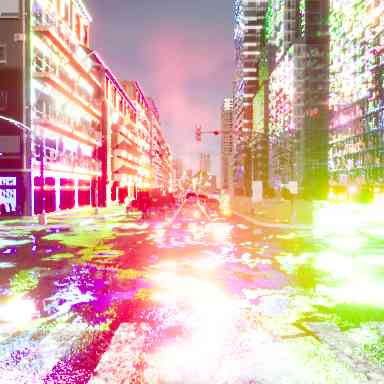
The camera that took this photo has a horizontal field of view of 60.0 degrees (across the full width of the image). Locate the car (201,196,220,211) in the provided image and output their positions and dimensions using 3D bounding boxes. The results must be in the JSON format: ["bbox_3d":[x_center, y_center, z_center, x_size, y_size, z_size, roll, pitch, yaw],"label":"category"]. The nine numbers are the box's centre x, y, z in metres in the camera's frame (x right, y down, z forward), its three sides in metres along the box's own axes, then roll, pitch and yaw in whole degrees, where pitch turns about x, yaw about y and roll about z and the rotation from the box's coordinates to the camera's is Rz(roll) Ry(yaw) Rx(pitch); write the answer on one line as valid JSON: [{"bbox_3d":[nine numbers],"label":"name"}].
[{"bbox_3d":[2.523,1.541,41.115,1.887,1.381,4.507,-1,0,0],"label":"car"}]

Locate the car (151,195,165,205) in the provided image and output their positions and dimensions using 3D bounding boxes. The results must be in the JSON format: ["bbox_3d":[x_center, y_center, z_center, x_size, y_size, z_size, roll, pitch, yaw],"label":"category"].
[{"bbox_3d":[-5.877,1.439,57.979,1.967,1.590,4.097,-1,0,0],"label":"car"}]

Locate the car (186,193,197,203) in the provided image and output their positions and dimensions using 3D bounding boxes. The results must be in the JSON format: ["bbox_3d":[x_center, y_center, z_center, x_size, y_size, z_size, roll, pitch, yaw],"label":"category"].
[{"bbox_3d":[-0.110,1.223,69.879,2.150,2.045,5.566,0,0,0],"label":"car"}]

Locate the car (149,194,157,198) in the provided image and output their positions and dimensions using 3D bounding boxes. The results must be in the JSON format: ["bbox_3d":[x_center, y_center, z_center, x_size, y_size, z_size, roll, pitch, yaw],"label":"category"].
[{"bbox_3d":[-5.826,1.436,41.033,1.967,1.590,4.097,-1,0,0],"label":"car"}]

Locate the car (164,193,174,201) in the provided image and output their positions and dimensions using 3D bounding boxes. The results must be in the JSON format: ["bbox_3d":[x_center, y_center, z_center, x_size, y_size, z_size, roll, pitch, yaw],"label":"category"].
[{"bbox_3d":[-5.964,1.322,86.224,2.192,1.841,5.009,-1,0,0],"label":"car"}]

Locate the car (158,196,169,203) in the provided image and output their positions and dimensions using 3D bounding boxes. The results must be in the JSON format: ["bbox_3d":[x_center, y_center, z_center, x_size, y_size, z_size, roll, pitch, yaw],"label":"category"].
[{"bbox_3d":[-5.909,1.584,69.278,1.802,1.307,4.206,-1,0,0],"label":"car"}]

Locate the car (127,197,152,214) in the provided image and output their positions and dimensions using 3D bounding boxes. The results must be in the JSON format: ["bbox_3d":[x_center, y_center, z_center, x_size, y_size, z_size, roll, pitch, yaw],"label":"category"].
[{"bbox_3d":[-5.807,1.540,35.384,1.887,1.381,4.507,-1,0,0],"label":"car"}]

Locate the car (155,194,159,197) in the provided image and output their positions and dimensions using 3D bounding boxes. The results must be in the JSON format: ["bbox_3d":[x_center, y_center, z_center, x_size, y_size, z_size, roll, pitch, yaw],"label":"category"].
[{"bbox_3d":[-5.861,1.313,52.331,2.192,1.841,5.009,-1,0,0],"label":"car"}]

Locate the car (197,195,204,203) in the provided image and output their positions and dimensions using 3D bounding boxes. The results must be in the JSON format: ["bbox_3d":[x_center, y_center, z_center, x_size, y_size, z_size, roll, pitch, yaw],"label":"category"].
[{"bbox_3d":[2.455,1.551,63.711,2.008,1.369,4.403,-1,0,0],"label":"car"}]

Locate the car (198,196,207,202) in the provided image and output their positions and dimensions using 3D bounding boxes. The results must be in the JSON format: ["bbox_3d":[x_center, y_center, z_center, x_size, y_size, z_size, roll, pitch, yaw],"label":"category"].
[{"bbox_3d":[2.421,1.548,75.009,1.887,1.381,4.507,-1,0,0],"label":"car"}]

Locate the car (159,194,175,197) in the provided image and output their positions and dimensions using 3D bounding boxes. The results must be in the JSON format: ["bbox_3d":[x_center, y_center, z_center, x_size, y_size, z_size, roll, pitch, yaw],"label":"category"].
[{"bbox_3d":[-3.236,1.488,49.218,2.128,1.511,4.902,0,0,0],"label":"car"}]

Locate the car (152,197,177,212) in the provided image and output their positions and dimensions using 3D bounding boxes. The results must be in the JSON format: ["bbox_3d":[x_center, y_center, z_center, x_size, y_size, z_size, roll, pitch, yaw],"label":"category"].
[{"bbox_3d":[-3.206,1.560,39.096,1.994,1.385,4.181,0,0,0],"label":"car"}]

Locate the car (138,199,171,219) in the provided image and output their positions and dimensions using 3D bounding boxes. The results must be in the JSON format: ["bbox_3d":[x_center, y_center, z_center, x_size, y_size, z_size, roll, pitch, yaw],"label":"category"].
[{"bbox_3d":[-3.186,1.560,29.170,1.994,1.385,4.181,0,0,0],"label":"car"}]

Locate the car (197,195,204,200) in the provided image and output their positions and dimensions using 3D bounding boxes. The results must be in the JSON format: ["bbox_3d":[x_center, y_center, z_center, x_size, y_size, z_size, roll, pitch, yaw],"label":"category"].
[{"bbox_3d":[2.368,1.535,92.126,1.752,1.417,4.829,-1,0,0],"label":"car"}]

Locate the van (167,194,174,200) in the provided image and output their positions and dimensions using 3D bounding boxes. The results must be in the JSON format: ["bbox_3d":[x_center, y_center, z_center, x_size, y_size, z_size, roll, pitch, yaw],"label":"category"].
[{"bbox_3d":[-5.980,1.351,91.872,1.690,1.788,3.998,-1,0,0],"label":"van"}]
